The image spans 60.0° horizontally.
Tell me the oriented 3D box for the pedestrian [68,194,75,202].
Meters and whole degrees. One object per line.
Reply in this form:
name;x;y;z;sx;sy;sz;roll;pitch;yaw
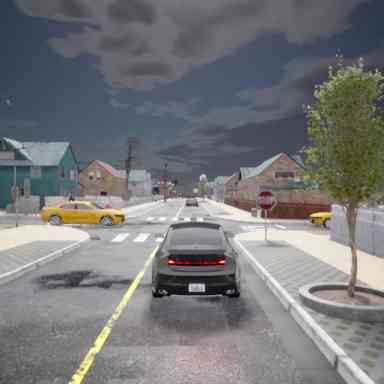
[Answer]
pedestrian;-9.687;1.045;26.608;0.375;1.860;0.375;0;-2;0

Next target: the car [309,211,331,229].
car;10.973;1.797;23.710;5.008;1.535;1.882;1;-1;-1

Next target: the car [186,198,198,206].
car;-0.024;1.670;56.174;1.994;1.385;4.181;0;0;0

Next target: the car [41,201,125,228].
car;-6.710;1.351;20.749;5.008;1.535;1.882;1;-1;0

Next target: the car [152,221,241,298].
car;0.081;1.509;8.513;1.837;1.490;4.892;0;0;0
